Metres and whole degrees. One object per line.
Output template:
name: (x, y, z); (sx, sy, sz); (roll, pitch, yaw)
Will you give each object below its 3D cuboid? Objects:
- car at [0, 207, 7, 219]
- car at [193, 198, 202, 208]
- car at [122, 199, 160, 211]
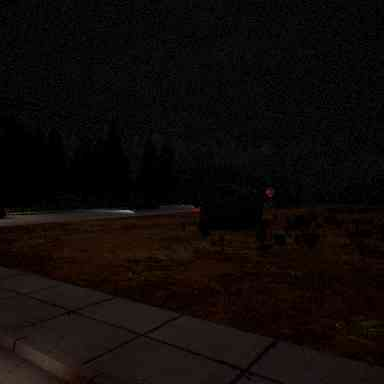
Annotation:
car: (-17.440, 1.589, 26.984); (1.994, 1.385, 4.181); (0, 0, 36)
car: (2.123, 1.532, 47.265); (1.837, 1.490, 4.892); (0, 0, 36)
car: (-6.320, 1.574, 42.040); (2.033, 1.411, 5.357); (0, 0, 37)
